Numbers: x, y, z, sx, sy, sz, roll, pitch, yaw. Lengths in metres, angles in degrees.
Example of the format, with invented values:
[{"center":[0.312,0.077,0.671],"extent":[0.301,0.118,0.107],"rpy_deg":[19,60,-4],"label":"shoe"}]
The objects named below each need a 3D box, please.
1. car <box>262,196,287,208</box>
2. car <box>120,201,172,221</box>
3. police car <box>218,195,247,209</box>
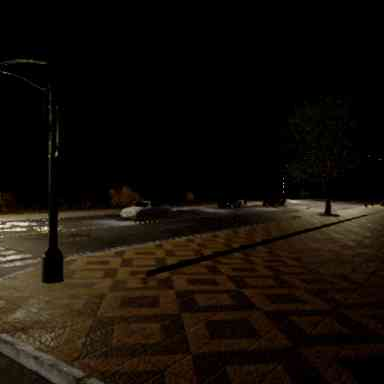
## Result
[{"center":[11.218,1.380,45.121],"extent":[1.837,1.490,4.892],"rpy_deg":[1,1,39],"label":"car"},{"center":[-3.555,1.425,26.434],"extent":[1.812,1.442,4.674],"rpy_deg":[1,1,38],"label":"car"},{"center":[5.125,1.249,42.559],"extent":[1.930,1.638,5.238],"rpy_deg":[1,1,38],"label":"police car"}]
